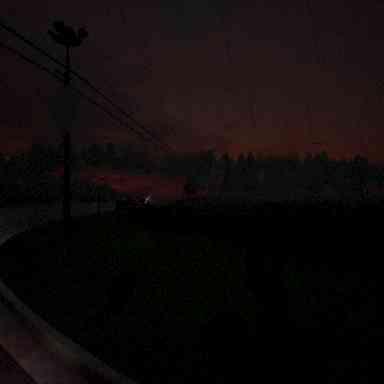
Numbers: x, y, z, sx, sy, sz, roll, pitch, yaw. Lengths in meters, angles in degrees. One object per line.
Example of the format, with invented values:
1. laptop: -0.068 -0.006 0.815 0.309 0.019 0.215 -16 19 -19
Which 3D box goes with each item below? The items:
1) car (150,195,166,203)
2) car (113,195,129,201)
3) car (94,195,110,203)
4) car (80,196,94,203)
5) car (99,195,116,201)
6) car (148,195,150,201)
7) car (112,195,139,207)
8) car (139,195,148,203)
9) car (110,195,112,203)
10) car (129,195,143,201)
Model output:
1. car: -7.009 1.397 72.128 2.097 1.767 4.553 0 0 8
2. car: -16.700 1.424 78.898 2.033 1.411 5.357 0 0 8
3. car: -18.027 1.592 68.983 1.994 1.385 4.181 0 0 8
4. car: -21.551 1.566 69.034 2.128 1.511 4.902 0 0 8
5. car: -20.169 1.426 79.362 2.033 1.411 5.357 0 0 8
6. car: -9.762 1.380 77.970 1.837 1.490 4.892 0 0 8
7. car: -9.915 1.558 49.680 1.812 1.442 4.674 0 0 8
8. car: -11.085 1.644 68.084 1.895 1.301 4.718 0 0 8
9. car: -14.544 1.384 68.627 2.097 1.767 4.553 0 0 8
10. car: -13.231 1.382 78.434 1.837 1.490 4.892 0 0 8
